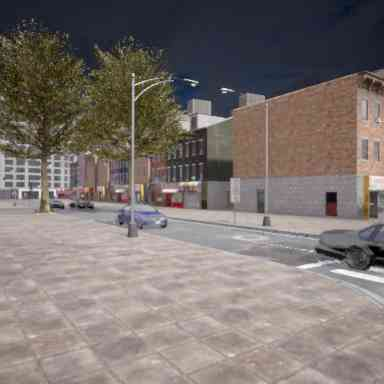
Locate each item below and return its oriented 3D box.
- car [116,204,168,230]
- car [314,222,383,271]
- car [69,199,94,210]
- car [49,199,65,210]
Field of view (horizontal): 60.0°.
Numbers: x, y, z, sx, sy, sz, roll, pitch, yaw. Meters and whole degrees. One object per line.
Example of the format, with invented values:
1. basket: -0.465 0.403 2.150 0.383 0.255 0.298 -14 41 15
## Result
1. car: -3.270 1.474 20.950 1.812 1.442 4.674 0 0 -35
2. car: 6.251 1.535 9.153 5.357 1.411 2.033 0 0 41
3. car: -13.723 1.544 40.998 1.895 1.301 4.718 0 0 -35
4. car: -16.880 1.496 40.480 1.994 1.385 4.181 0 0 -34
